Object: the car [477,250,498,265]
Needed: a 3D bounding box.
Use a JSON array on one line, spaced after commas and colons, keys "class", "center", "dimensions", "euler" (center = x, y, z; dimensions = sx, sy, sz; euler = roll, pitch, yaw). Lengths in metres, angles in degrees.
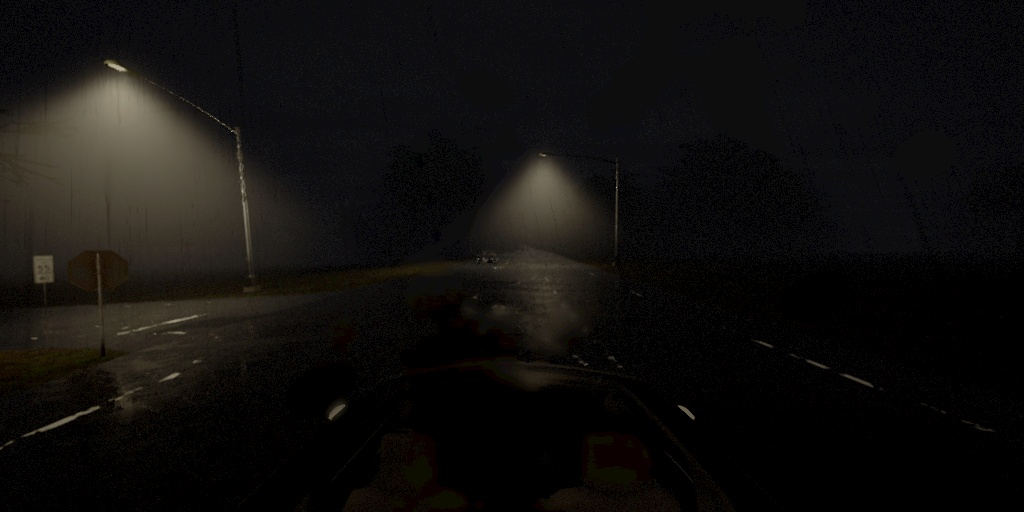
[{"class": "car", "center": [-2.514, 0.159, 37.268], "dimensions": [1.837, 1.490, 4.892], "euler": [0, 2, 2]}]
